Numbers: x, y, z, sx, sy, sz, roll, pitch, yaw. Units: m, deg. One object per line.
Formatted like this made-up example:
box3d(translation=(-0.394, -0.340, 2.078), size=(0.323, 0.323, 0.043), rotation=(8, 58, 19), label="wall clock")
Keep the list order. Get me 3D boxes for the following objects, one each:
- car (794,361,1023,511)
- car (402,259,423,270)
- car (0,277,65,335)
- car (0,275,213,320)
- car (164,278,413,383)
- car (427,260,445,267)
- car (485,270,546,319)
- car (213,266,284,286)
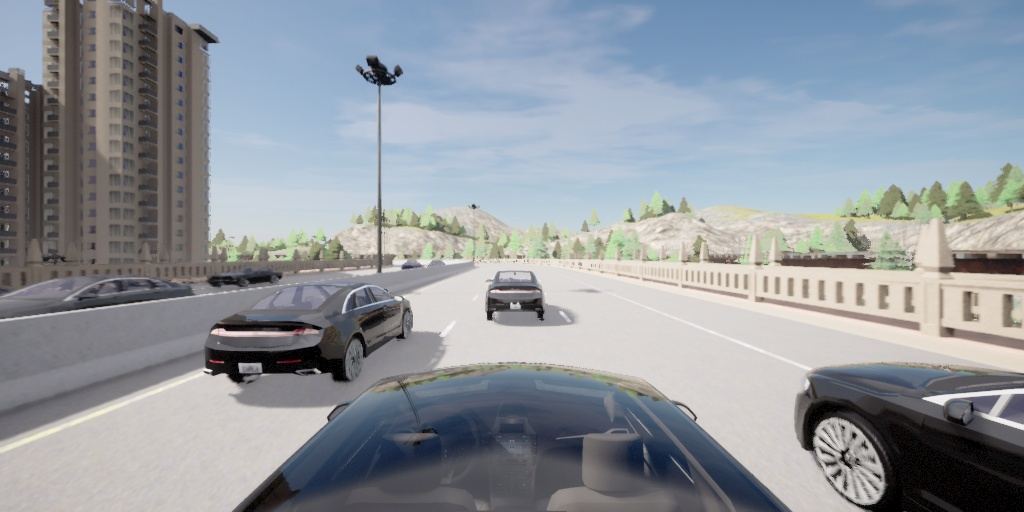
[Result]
box3d(translation=(3.601, 1.241, 1.416), size=(2.128, 1.511, 4.902), rotation=(0, 0, 0), label="car")
box3d(translation=(-14.050, 1.428, 50.785), size=(1.895, 1.301, 4.718), rotation=(0, 0, 0), label="car")
box3d(translation=(-14.098, 1.316, 8.409), size=(1.994, 1.385, 4.181), rotation=(0, 0, 0), label="car")
box3d(translation=(-10.599, 1.244, 8.901), size=(2.128, 1.511, 4.902), rotation=(0, 0, 0), label="car")
box3d(translation=(-3.399, 1.242, 7.084), size=(2.128, 1.511, 4.902), rotation=(0, 0, 0), label="car")
box3d(translation=(-10.572, 1.328, 50.152), size=(1.837, 1.490, 4.892), rotation=(0, 0, 0), label="car")
box3d(translation=(0.102, 1.244, 12.690), size=(2.128, 1.511, 4.902), rotation=(0, 0, 0), label="car")
box3d(translation=(-17.594, 1.365, 23.894), size=(1.895, 1.301, 4.718), rotation=(0, 0, 0), label="car")
